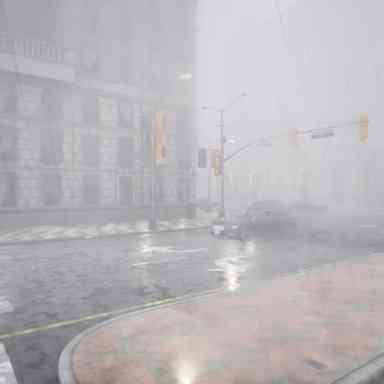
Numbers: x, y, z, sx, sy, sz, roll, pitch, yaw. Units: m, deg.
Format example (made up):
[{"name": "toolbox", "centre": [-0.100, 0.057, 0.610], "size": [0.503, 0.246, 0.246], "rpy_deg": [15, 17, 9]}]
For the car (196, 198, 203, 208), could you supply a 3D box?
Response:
[{"name": "car", "centre": [-1.026, 1.477, 47.020], "size": [1.882, 1.535, 5.008], "rpy_deg": [0, 0, -36]}]

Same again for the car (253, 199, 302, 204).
[{"name": "car", "centre": [8.305, 1.492, 34.057], "size": [2.128, 1.511, 4.902], "rpy_deg": [0, 0, -36]}]

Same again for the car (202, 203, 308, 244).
[{"name": "car", "centre": [3.064, 1.491, 15.985], "size": [4.902, 1.511, 2.128], "rpy_deg": [0, 0, -36]}]

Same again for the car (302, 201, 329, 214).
[{"name": "car", "centre": [11.879, 1.600, 35.085], "size": [1.895, 1.301, 4.718], "rpy_deg": [0, 0, -36]}]

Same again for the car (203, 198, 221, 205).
[{"name": "car", "centre": [2.174, 1.547, 48.553], "size": [2.033, 1.411, 5.357], "rpy_deg": [0, 0, -36]}]
